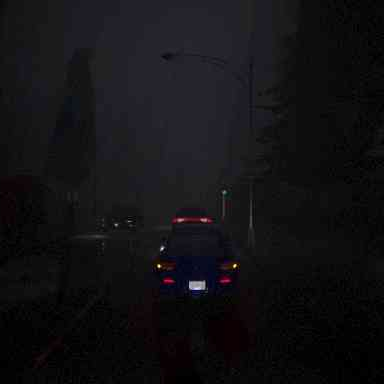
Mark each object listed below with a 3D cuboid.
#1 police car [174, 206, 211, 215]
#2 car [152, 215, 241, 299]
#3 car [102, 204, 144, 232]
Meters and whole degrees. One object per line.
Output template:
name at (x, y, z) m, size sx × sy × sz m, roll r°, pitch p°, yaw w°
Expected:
police car at (0.017, 1.503, 17.758) m, size 2.038 × 1.542 × 4.974 m, roll 0°, pitch 0°, yaw 0°
car at (0.095, 1.526, 8.328) m, size 1.812 × 1.442 × 4.674 m, roll 0°, pitch 0°, yaw 0°
car at (-4.024, 1.510, 20.087) m, size 1.837 × 1.490 × 4.892 m, roll 0°, pitch 0°, yaw 0°
